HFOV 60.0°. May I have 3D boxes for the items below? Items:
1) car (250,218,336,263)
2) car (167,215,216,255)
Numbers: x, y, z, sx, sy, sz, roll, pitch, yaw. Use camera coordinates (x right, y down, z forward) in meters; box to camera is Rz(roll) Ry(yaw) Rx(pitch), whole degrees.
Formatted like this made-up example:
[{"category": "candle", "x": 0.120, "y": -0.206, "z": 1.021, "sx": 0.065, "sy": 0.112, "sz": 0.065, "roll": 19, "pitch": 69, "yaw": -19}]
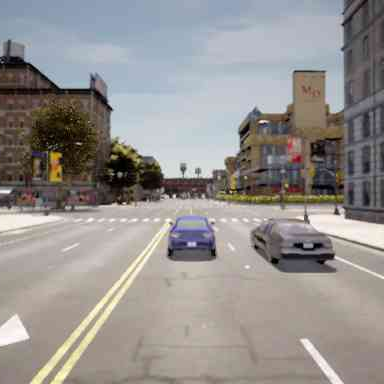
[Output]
[{"category": "car", "x": 3.493, "y": 1.686, "z": 12.508, "sx": 2.033, "sy": 1.411, "sz": 5.357, "roll": 0, "pitch": -1, "yaw": 0}, {"category": "car", "x": -0.002, "y": 1.678, "z": 13.890, "sx": 1.812, "sy": 1.442, "sz": 4.674, "roll": 0, "pitch": 0, "yaw": 0}]
